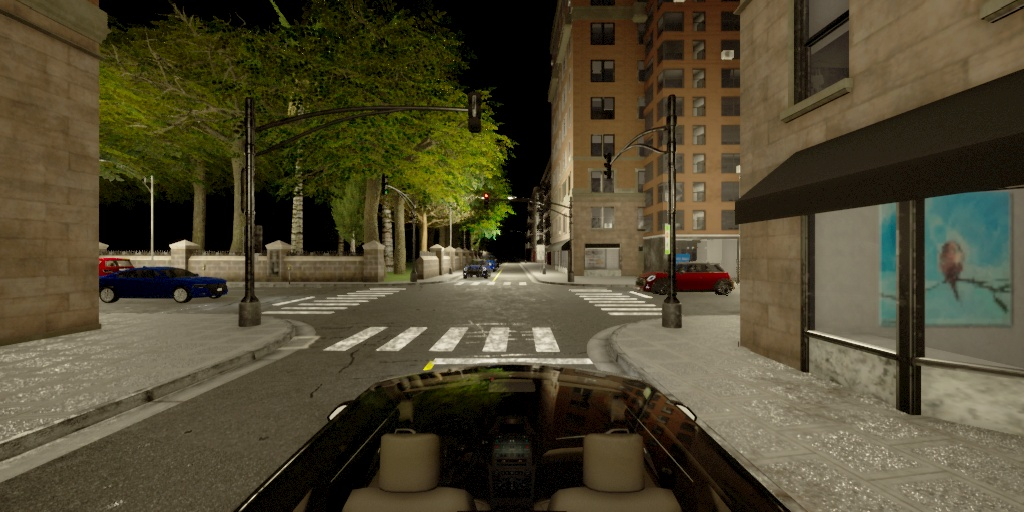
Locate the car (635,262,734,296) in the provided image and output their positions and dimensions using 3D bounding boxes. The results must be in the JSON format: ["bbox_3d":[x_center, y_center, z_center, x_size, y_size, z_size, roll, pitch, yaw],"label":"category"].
[{"bbox_3d":[8.884,1.112,18.783,4.553,1.767,2.097,0,0,1],"label":"car"}]

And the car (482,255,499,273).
[{"bbox_3d":[-3.041,0.934,44.003,2.150,2.045,5.566,0,0,0],"label":"car"}]

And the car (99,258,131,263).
[{"bbox_3d":[-25.925,1.035,21.825,5.009,1.841,2.192,0,0,1],"label":"car"}]

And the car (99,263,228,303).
[{"bbox_3d":[-15.473,1.212,15.908,5.008,1.535,1.882,0,0,0],"label":"car"}]

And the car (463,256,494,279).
[{"bbox_3d":[-3.093,1.083,32.212,2.097,1.767,4.553,0,0,1],"label":"car"}]
